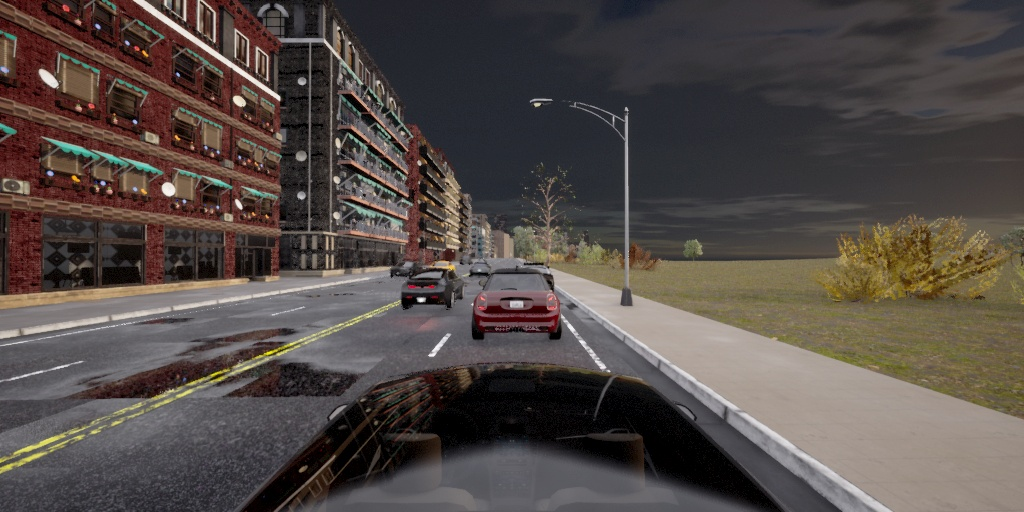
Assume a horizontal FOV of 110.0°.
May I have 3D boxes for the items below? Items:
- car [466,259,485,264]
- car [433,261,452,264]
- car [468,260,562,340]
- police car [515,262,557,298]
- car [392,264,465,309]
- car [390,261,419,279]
[{"bbox_3d":[-3.078,1.316,35.948,1.994,1.385,4.181,0,0,0],"label":"car"},{"bbox_3d":[-6.535,1.229,33.326,1.882,1.535,5.008,0,0,0],"label":"car"},{"bbox_3d":[0.113,1.103,10.154,2.097,1.767,4.553,0,0,0],"label":"car"},{"bbox_3d":[1.174,1.177,19.649,1.930,1.638,5.238,0,0,0],"label":"police car"},{"bbox_3d":[-3.125,1.256,14.794,1.837,1.490,4.892,0,0,0],"label":"car"},{"bbox_3d":[-9.785,1.229,33.321,1.882,1.535,5.008,0,0,0],"label":"car"}]
